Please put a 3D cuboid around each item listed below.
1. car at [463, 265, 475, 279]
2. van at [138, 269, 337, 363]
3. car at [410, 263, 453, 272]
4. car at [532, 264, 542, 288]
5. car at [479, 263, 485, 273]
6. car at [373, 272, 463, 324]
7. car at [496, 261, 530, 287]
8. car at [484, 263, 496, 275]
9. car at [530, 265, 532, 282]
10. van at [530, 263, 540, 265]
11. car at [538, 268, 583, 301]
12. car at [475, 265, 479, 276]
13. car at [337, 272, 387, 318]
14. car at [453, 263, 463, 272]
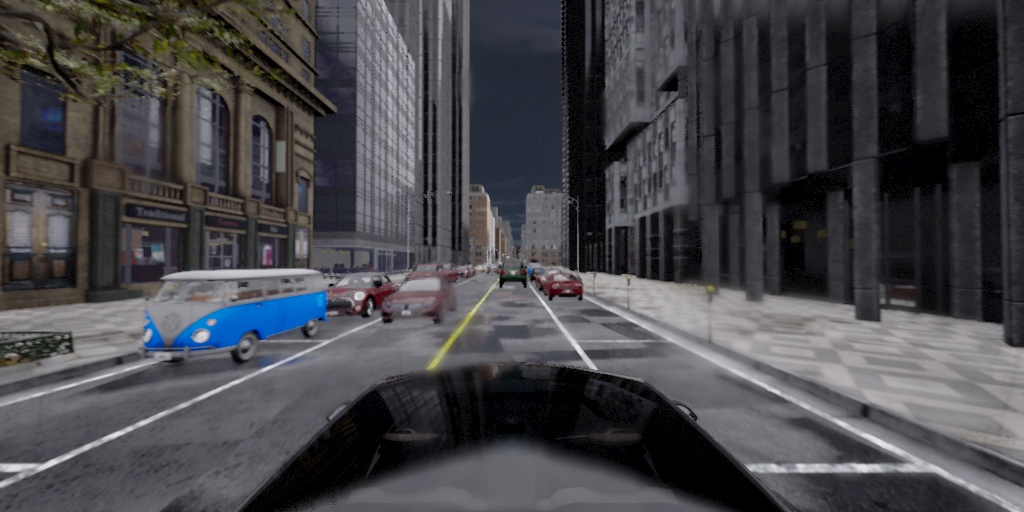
[{"bbox_3d":[-5.856,1.825,41.940,1.967,1.591,4.097,0,0,0],"label":"car"},{"bbox_3d":[-5.857,1.190,8.107,1.690,1.789,3.998,0,0,0],"label":"van"},{"bbox_3d":[-5.857,1.428,25.024,2.192,1.841,5.009,0,0,0],"label":"car"},{"bbox_3d":[2.669,1.553,25.010,1.967,1.591,4.097,0,0,0],"label":"car"},{"bbox_3d":[-5.859,2.307,64.287,1.751,1.417,4.829,0,0,1],"label":"car"},{"bbox_3d":[-3.100,1.449,12.852,1.812,1.442,4.674,0,-1,0],"label":"car"},{"bbox_3d":[0.093,1.399,29.022,2.150,2.045,5.566,0,-1,0],"label":"car"},{"bbox_3d":[-2.997,2.212,56.833,1.812,1.442,4.674,0,-1,0],"label":"car"},{"bbox_3d":[2.669,1.857,36.286,1.948,1.339,4.313,0,0,0],"label":"car"},{"bbox_3d":[2.670,1.726,41.923,1.690,1.789,3.998,0,0,0],"label":"van"},{"bbox_3d":[2.669,1.570,19.372,1.888,1.381,4.507,0,0,0],"label":"car"},{"bbox_3d":[-5.856,1.920,47.577,1.967,1.591,4.097,0,0,0],"label":"car"},{"bbox_3d":[-5.857,1.377,13.746,1.967,1.591,4.097,0,0,0],"label":"car"},{"bbox_3d":[-5.856,1.517,30.662,2.192,1.841,5.009,0,0,0],"label":"car"}]
